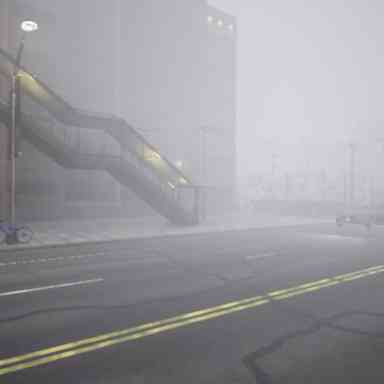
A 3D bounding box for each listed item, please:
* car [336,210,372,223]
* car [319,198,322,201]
[{"bbox_3d":[10.416,1.374,19.945,4.181,1.385,1.994,1,0,-36],"label":"car"},{"bbox_3d":[29.370,2.028,76.521,3.806,1.475,1.970,1,0,-36],"label":"car"}]
